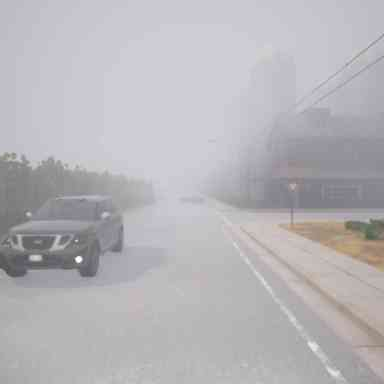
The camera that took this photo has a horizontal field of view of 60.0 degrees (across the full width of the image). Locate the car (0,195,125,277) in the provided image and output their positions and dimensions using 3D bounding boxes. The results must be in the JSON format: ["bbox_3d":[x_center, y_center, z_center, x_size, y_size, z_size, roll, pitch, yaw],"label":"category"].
[{"bbox_3d":[-3.578,1.143,10.370,2.150,2.045,5.566,0,0,0],"label":"car"}]

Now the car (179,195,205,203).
[{"bbox_3d":[-0.046,1.170,56.148,4.718,1.301,1.895,0,1,44],"label":"car"}]
